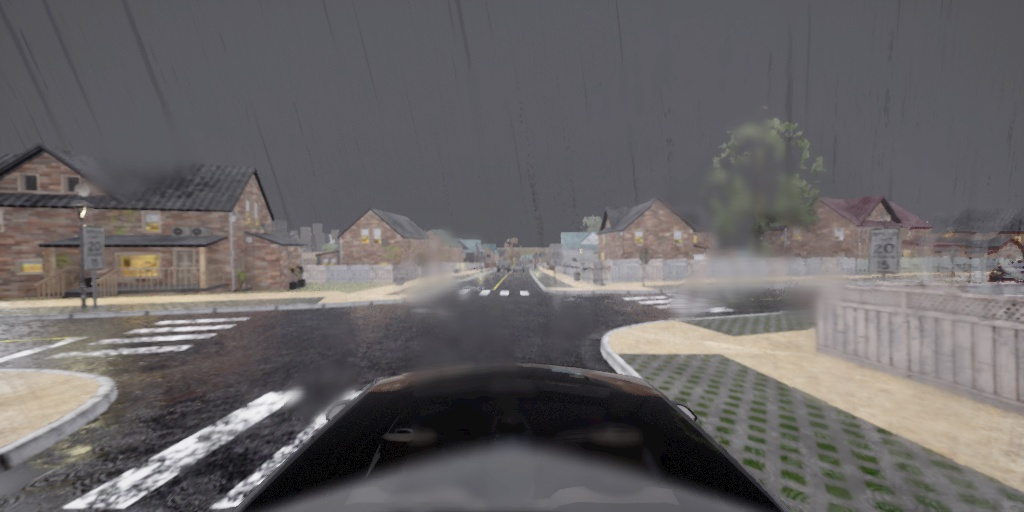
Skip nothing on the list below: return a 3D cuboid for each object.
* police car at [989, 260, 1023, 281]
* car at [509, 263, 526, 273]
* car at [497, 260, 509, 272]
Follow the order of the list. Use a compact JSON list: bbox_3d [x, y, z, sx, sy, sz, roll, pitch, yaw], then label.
[{"bbox_3d":[37.284,1.126,26.070,4.974,1.542,2.038,0,2,-17],"label":"police car"},{"bbox_3d":[1.141,1.968,59.374,2.128,1.511,4.902,0,-1,2],"label":"car"},{"bbox_3d":[-1.442,1.762,63.633,2.150,2.045,5.566,0,-1,2],"label":"car"}]
